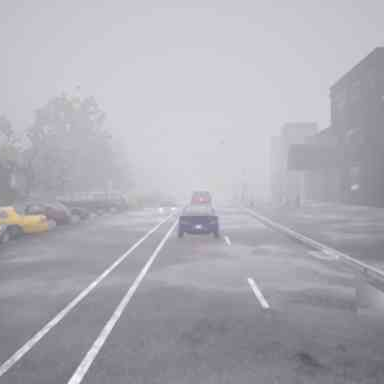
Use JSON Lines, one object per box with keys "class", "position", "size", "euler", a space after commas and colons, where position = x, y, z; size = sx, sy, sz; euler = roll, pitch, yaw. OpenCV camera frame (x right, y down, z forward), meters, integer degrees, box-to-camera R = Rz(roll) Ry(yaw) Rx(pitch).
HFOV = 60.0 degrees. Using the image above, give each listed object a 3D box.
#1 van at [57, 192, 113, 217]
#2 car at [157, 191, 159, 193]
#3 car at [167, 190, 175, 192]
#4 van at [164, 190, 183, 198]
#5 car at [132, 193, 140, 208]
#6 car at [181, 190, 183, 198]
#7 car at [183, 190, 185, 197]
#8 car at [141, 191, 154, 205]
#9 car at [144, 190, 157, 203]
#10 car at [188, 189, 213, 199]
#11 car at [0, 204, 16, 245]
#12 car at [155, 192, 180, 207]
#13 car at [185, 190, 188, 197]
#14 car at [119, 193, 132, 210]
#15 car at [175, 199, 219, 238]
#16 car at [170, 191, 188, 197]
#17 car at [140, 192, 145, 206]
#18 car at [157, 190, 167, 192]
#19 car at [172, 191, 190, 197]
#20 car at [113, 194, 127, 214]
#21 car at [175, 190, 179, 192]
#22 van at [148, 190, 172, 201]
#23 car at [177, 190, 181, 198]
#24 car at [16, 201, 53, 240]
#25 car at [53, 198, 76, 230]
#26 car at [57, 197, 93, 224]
{"class": "van", "position": [-9.044, 1.014, 27.115], "size": [4.442, 1.987, 1.878], "euler": [-1, 1, -18]}
{"class": "car", "position": [-7.642, 1.045, 50.895], "size": [4.674, 1.452, 2.002], "euler": [-1, 0, -16]}
{"class": "car", "position": [-6.528, 0.905, 62.788], "size": [5.366, 1.575, 1.946], "euler": [-1, 0, -15]}
{"class": "van", "position": [-4.743, 0.532, 83.354], "size": [4.442, 1.987, 1.878], "euler": [-1, 1, -14]}
{"class": "car", "position": [-8.529, 1.144, 36.062], "size": [5.008, 1.535, 2.097], "euler": [-1, 1, -17]}
{"class": "car", "position": [-5.464, 0.806, 77.438], "size": [5.366, 1.575, 1.946], "euler": [-1, 1, -14]}
{"class": "car", "position": [-4.955, 0.781, 80.434], "size": [5.008, 1.535, 2.097], "euler": [-1, 1, -14]}
{"class": "car", "position": [-8.042, 1.059, 44.967], "size": [4.892, 1.521, 2.231], "euler": [-1, 0, -17]}
{"class": "car", "position": [-7.811, 0.905, 47.931], "size": [4.553, 1.767, 2.185], "euler": [-1, 1, -16]}
{"class": "car", "position": [1.040, 0.876, 35.559], "size": [2.150, 2.045, 5.566], "euler": [0, 1, 3]}
{"class": "car", "position": [-9.384, 1.280, 12.305], "size": [4.553, 1.767, 2.185], "euler": [-1, 0, -19]}
{"class": "car", "position": [-2.971, 1.101, 41.718], "size": [1.837, 1.490, 4.892], "euler": [0, 1, 4]}
{"class": "car", "position": [-4.283, 0.768, 86.341], "size": [4.674, 1.452, 2.002], "euler": [-1, 0, -13]}
{"class": "car", "position": [-8.647, 1.048, 33.099], "size": [4.553, 1.767, 2.185], "euler": [-1, 1, -17]}
{"class": "car", "position": [0.347, 1.340, 16.962], "size": [1.882, 1.535, 5.008], "euler": [0, 1, 1]}
{"class": "car", "position": [-3.527, 0.543, 92.242], "size": [4.553, 1.767, 2.185], "euler": [-1, 1, -13]}
{"class": "car", "position": [-8.349, 1.143, 39.040], "size": [4.792, 1.488, 2.163], "euler": [-1, 0, -17]}
{"class": "car", "position": [-7.455, 0.730, 53.841], "size": [5.566, 2.045, 2.435], "euler": [-1, 1, -16]}
{"class": "car", "position": [-3.182, 0.638, 95.186], "size": [4.892, 1.521, 2.231], "euler": [-1, 0, -13]}
{"class": "car", "position": [-8.818, 1.205, 30.132], "size": [5.008, 1.535, 2.097], "euler": [-1, 0, -18]}
{"class": "car", "position": [-5.864, 0.889, 71.593], "size": [4.674, 1.452, 2.002], "euler": [0, 0, -14]}
{"class": "van", "position": [-6.336, 0.662, 65.729], "size": [4.442, 1.987, 1.878], "euler": [-1, 0, -15]}
{"class": "car", "position": [-5.583, 0.868, 74.527], "size": [4.674, 1.452, 2.002], "euler": [-1, 1, -14]}
{"class": "car", "position": [-9.467, 1.372, 15.220], "size": [5.366, 1.575, 1.946], "euler": [-1, 1, -19]}
{"class": "car", "position": [-9.212, 1.338, 18.249], "size": [5.008, 1.535, 2.097], "euler": [-1, 1, -19]}
{"class": "car", "position": [-9.143, 1.304, 21.226], "size": [5.008, 1.535, 2.097], "euler": [-1, 0, -18]}
